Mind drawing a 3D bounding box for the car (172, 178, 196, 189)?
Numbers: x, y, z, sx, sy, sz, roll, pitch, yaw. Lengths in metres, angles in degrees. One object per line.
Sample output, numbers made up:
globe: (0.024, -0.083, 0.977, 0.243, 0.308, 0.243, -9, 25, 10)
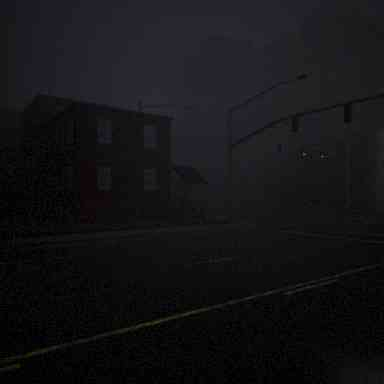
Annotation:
car: (-1.542, -1.371, 49.427, 2.033, 1.411, 5.357, 0, 12, -35)
